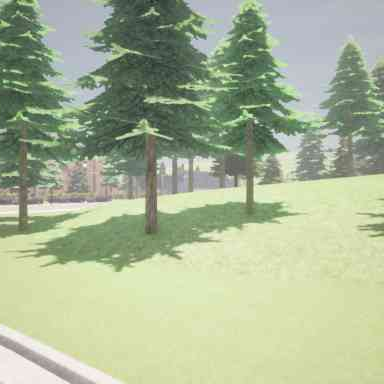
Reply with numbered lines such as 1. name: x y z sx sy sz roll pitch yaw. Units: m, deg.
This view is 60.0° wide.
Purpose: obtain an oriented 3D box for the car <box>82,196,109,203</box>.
1. car: -18.769 1.501 66.268 1.837 1.490 4.892 0 0 36

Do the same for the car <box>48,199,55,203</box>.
1. car: -26.629 1.591 67.241 1.895 1.301 4.718 0 0 35

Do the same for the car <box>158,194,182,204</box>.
1. car: -4.731 1.349 66.138 2.097 1.767 4.553 0 0 36

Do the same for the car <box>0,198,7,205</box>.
1. car: -29.883 1.597 56.667 1.895 1.301 4.718 0 0 35

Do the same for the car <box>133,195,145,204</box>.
1. car: -9.580 1.349 65.407 2.097 1.767 4.553 0 0 35

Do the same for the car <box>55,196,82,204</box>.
1. car: -23.591 1.474 65.476 1.882 1.535 5.008 0 0 35

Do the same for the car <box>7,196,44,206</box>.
1. car: -26.990 1.487 54.718 2.128 1.511 4.902 0 0 35
